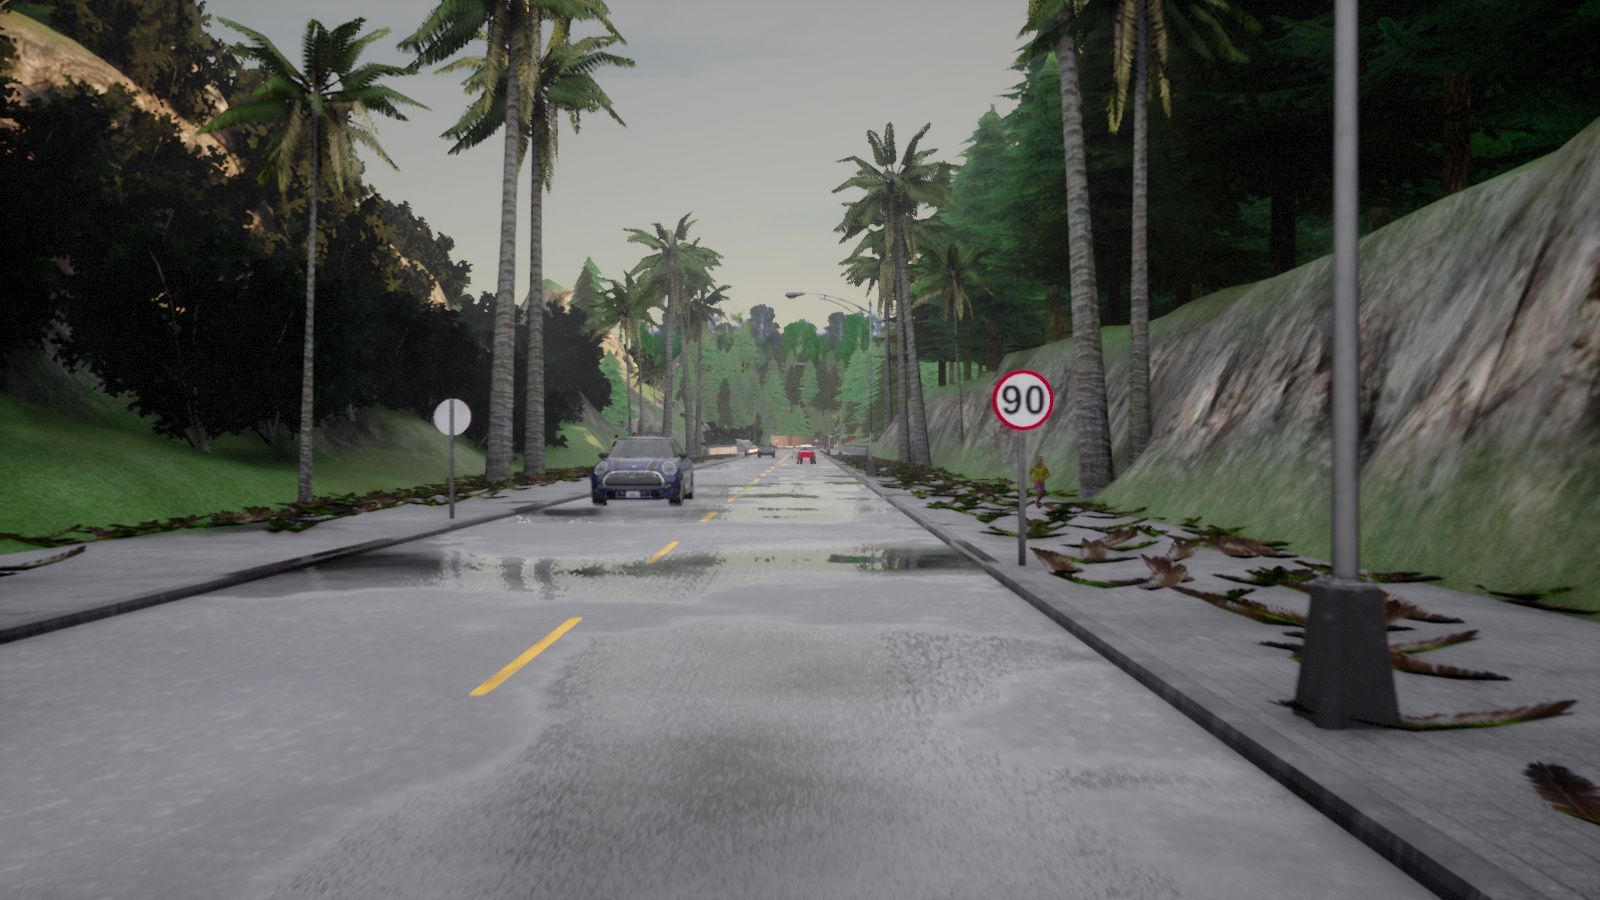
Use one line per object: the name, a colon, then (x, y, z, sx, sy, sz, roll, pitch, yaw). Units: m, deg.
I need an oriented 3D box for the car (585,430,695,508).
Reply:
car: (-3.821, 0.429, 30.784, 2.097, 1.767, 4.553, 0, 0, 0)

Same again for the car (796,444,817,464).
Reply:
car: (0.453, 0.297, 89.350, 1.481, 1.376, 2.207, 0, 1, 0)

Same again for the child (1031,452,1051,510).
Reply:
child: (4.920, 0.630, 25.646, 0.299, 1.160, 0.473, 0, 0, -1)
